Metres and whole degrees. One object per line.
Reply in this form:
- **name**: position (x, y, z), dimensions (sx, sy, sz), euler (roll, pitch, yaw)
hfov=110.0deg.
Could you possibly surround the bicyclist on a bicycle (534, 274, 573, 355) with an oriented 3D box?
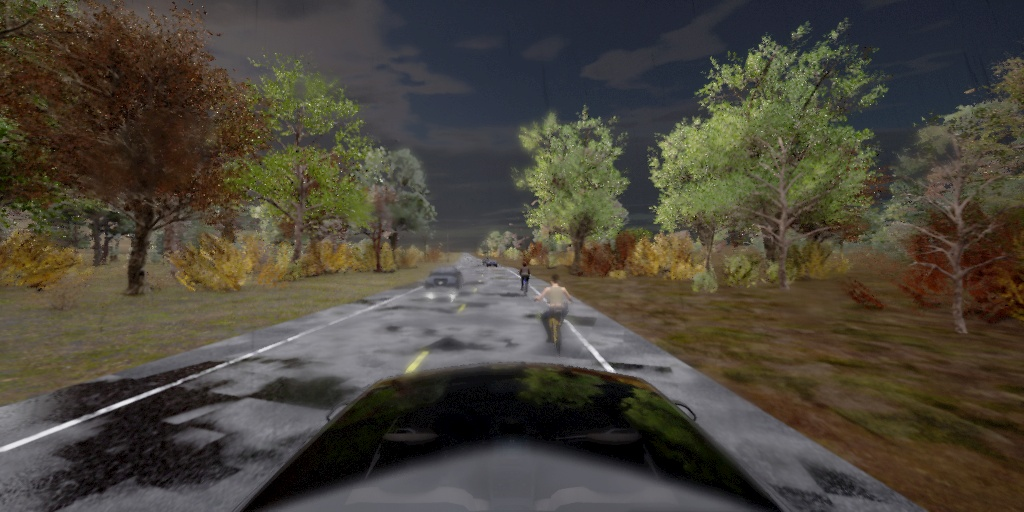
- **bicyclist on a bicycle**: position (0.920, 1.186, 7.697), dimensions (0.866, 1.612, 1.509), euler (0, 0, -1)

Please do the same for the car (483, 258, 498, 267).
- **car**: position (-3.556, 1.270, 62.279), dimensions (1.895, 1.301, 4.718), euler (0, 0, -7)

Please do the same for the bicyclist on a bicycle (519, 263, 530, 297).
- **bicyclist on a bicycle**: position (0.650, 1.202, 17.949), dimensions (0.582, 1.620, 1.656), euler (0, 0, -2)

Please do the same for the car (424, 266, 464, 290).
- **car**: position (-4.082, 1.312, 22.142), dimensions (1.994, 1.385, 4.181), euler (0, 0, -2)
